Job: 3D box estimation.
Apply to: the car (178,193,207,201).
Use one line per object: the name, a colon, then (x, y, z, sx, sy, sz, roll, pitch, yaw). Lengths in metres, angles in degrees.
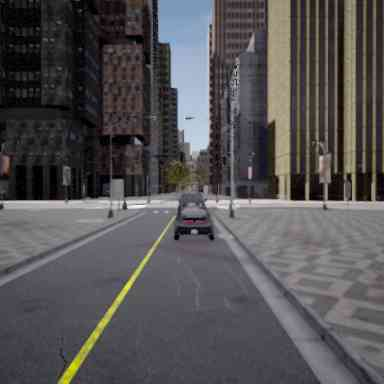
car: (0.030, 1.081, 26.700, 2.150, 2.045, 5.566, 0, 0, 1)

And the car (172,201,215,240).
car: (0.096, 1.419, 16.427, 1.837, 1.490, 4.892, 0, 0, 0)
